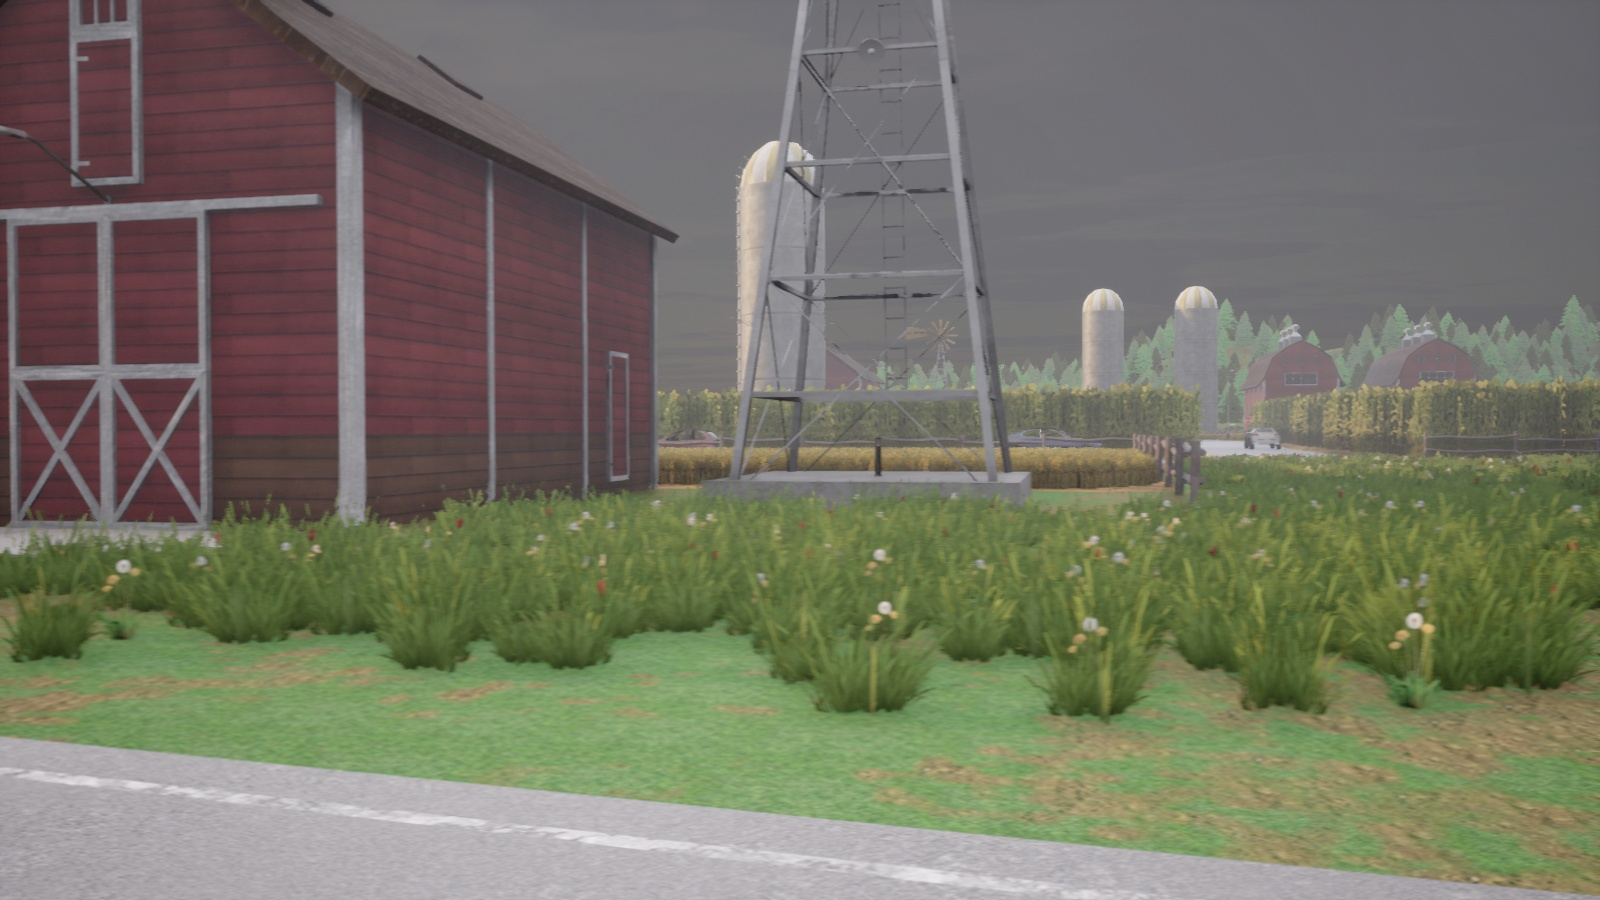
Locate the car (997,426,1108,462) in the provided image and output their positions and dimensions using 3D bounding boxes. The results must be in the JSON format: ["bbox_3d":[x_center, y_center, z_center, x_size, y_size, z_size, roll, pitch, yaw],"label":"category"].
[{"bbox_3d":[11.920,-0.300,59.324,5.027,1.651,2.152,0,1,13],"label":"car"}]

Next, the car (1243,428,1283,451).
[{"bbox_3d":[33.949,-0.794,92.277,2.152,1.651,5.027,0,1,13],"label":"car"}]

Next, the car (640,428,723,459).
[{"bbox_3d":[-6.273,-0.367,66.695,3.988,1.617,1.851,0,1,13],"label":"car"}]
